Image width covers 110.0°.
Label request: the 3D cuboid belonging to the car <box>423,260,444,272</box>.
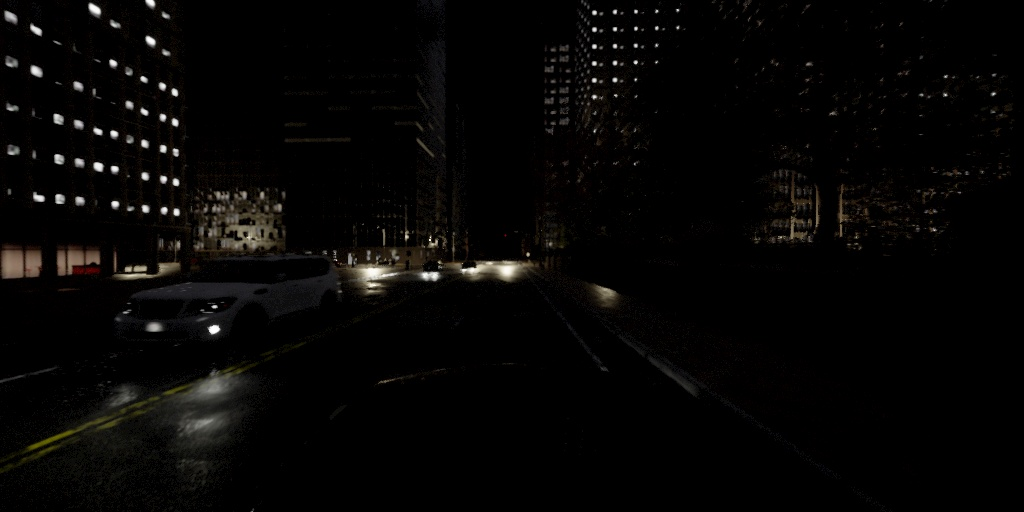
[{"bbox_3d":[-9.836,1.234,45.097,2.128,1.511,4.902,0,0,0],"label":"car"}]

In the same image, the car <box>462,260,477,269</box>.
[{"bbox_3d":[-6.508,1.319,55.220,1.994,1.385,4.181,0,0,0],"label":"car"}]

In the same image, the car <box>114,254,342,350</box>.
[{"bbox_3d":[-6.601,0.968,9.377,2.150,2.045,5.566,0,0,0],"label":"car"}]
